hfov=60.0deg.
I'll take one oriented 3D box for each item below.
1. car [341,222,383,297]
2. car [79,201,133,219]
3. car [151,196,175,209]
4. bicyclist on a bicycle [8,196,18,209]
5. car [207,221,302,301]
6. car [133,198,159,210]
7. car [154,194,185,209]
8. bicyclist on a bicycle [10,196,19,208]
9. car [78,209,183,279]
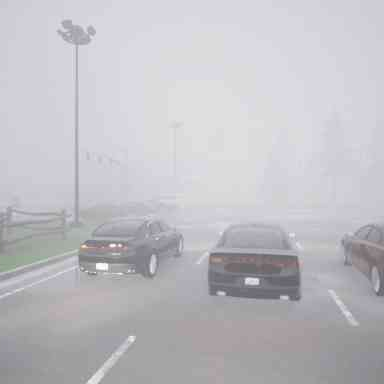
[{"bbox_3d":[5.177,1.481,8.384,1.882,1.535,5.008,0,0,12],"label":"car"},{"bbox_3d":[-7.247,1.570,27.134,4.181,1.385,1.994,0,0,-3],"label":"car"},{"bbox_3d":[-4.566,1.486,34.264,5.008,1.535,1.882,0,0,-2],"label":"car"},{"bbox_3d":[-23.420,1.310,43.547,0.582,1.620,1.656,0,0,-9],"label":"bicyclist on a bicycle"},{"bbox_3d":[1.621,1.480,8.494,1.882,1.535,5.008,0,0,12],"label":"car"},{"bbox_3d":[-5.702,1.533,30.718,4.674,1.442,1.812,0,0,-2],"label":"car"},{"bbox_3d":[-3.612,1.233,37.804,5.566,2.045,2.150,0,0,-2],"label":"car"},{"bbox_3d":[-22.980,1.310,43.615,0.582,1.620,1.656,0,0,-9],"label":"bicyclist on a bicycle"},{"bbox_3d":[-1.595,1.507,10.202,1.837,1.490,4.892,0,0,12],"label":"car"}]
